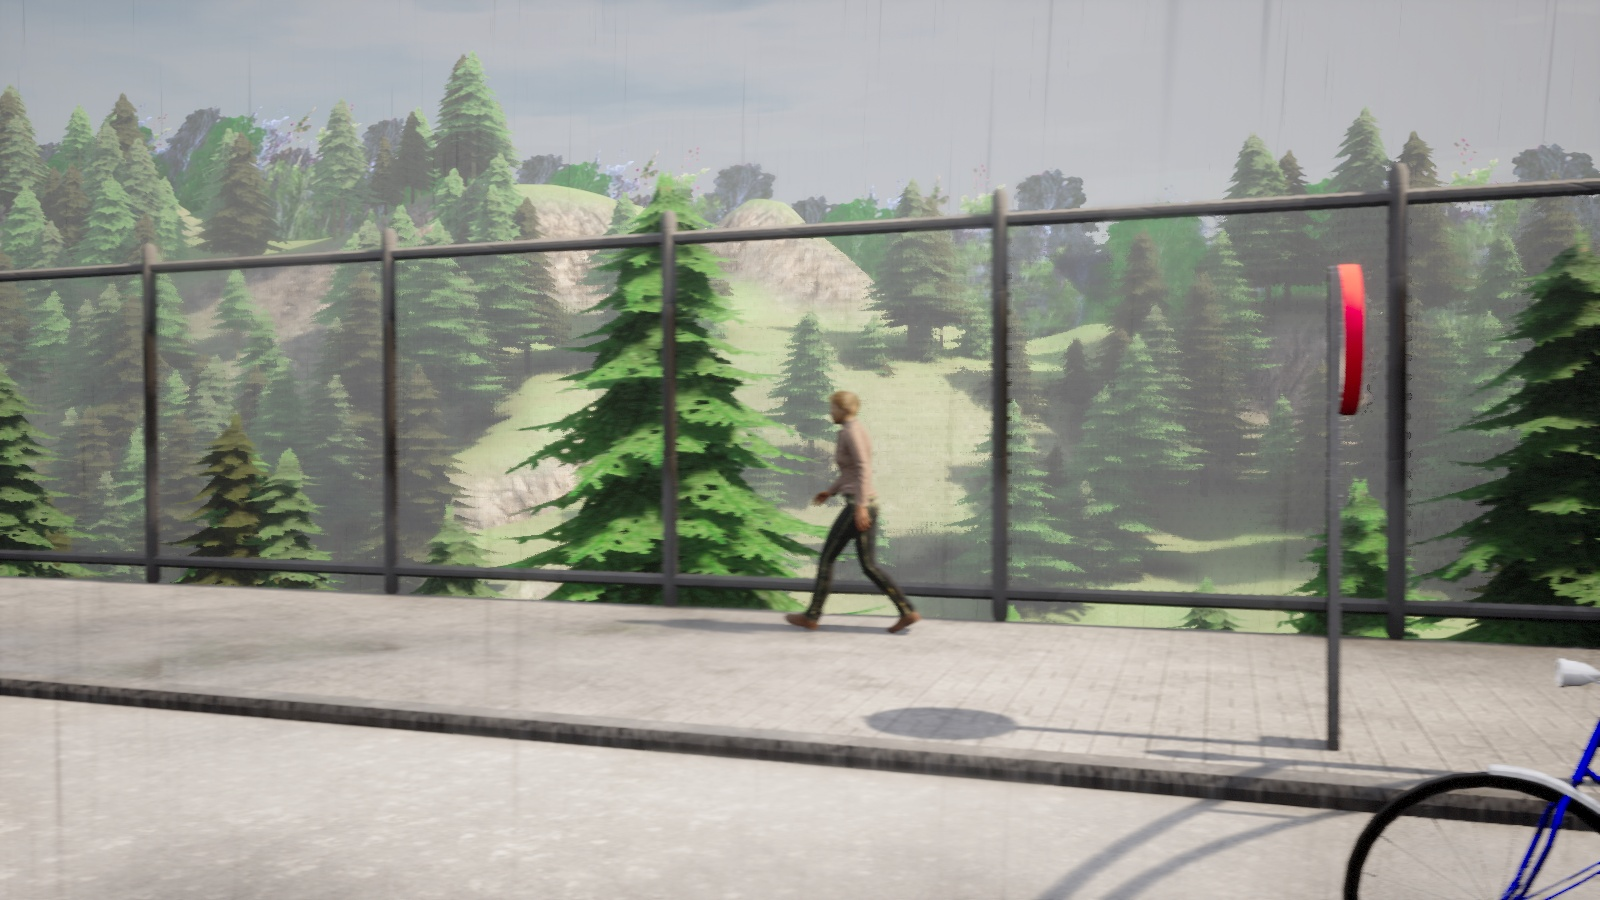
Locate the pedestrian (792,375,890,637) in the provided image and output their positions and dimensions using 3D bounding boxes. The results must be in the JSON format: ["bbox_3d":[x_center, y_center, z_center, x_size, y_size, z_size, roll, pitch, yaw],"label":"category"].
[{"bbox_3d":[0.298,0.392,9.108,0.634,1.846,0.331,1,1,19],"label":"pedestrian"}]

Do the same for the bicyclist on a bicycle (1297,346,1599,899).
[{"bbox_3d":[2.195,0.658,2.979,1.843,1.776,0.659,1,1,19],"label":"bicyclist on a bicycle"}]
